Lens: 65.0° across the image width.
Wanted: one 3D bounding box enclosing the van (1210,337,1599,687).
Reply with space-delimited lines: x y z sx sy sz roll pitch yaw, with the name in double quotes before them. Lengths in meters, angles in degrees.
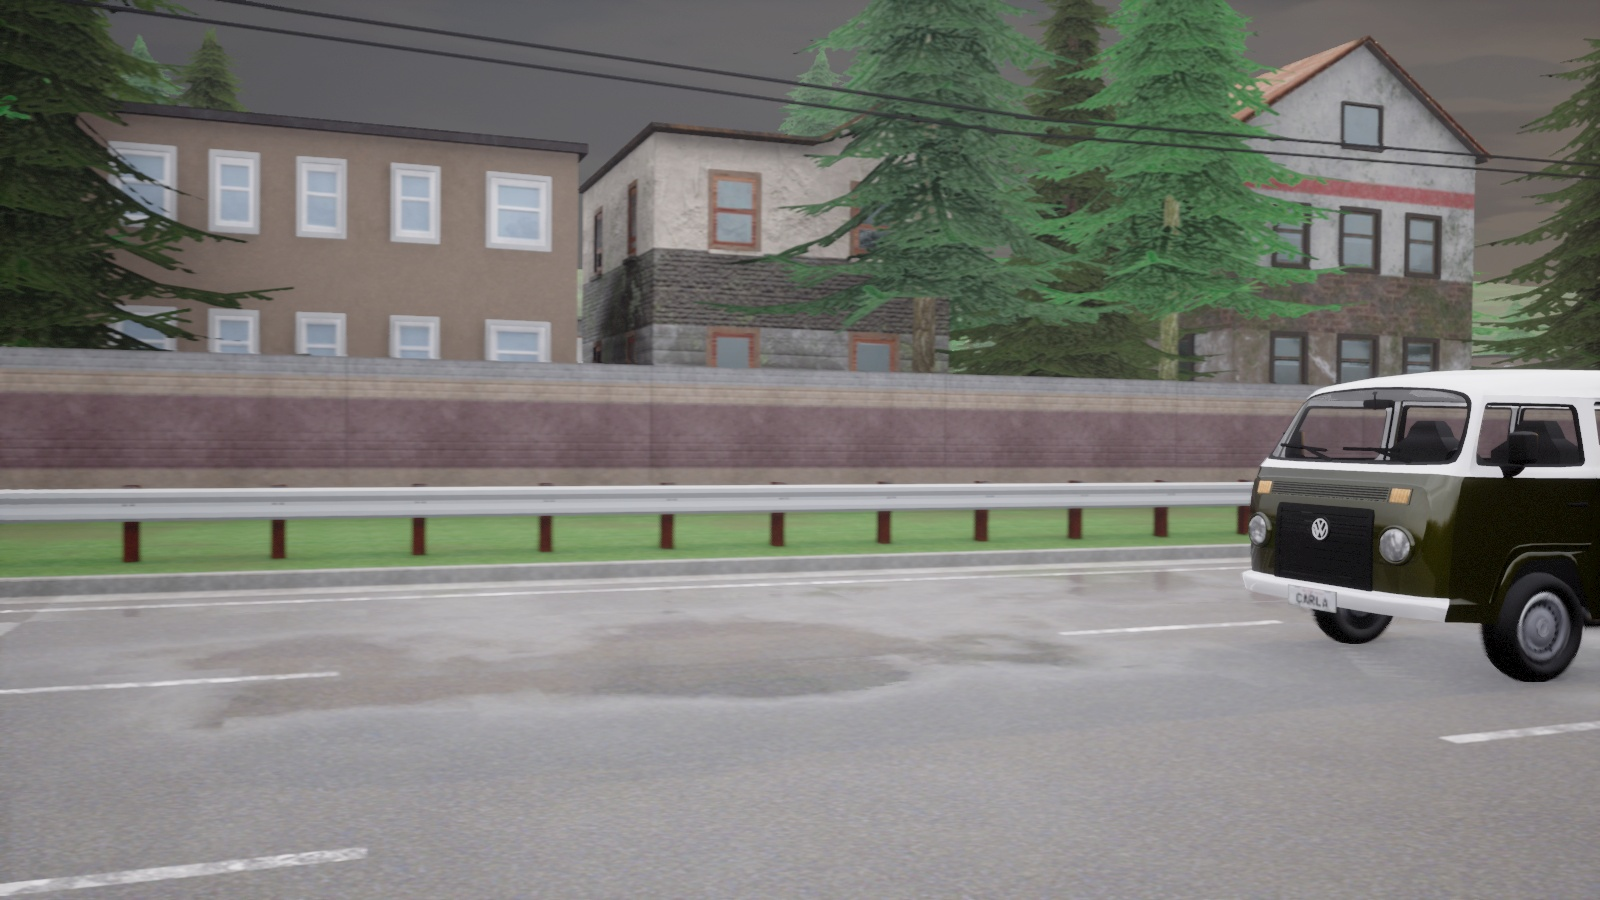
"van" 5.479 0.315 9.059 4.480 2.038 2.069 -1 1 -21
